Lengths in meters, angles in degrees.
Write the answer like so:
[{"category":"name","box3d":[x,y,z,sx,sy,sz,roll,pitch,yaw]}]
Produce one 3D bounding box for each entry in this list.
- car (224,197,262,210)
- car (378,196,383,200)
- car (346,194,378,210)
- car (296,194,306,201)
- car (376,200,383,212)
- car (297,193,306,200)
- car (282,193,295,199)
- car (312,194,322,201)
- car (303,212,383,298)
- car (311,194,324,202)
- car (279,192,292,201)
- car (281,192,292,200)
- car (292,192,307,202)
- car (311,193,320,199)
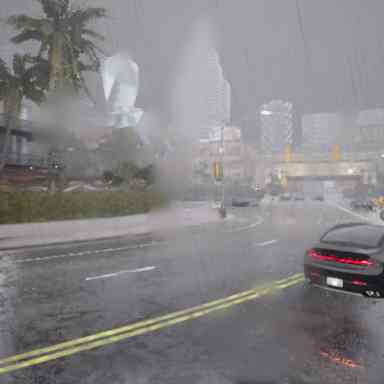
[{"category":"car","box3d":[6.167,1.311,40.726,4.902,1.511,2.128,0,0,40]},{"category":"car","box3d":[24.903,1.240,42.930,1.882,1.535,5.008,0,0,19]},{"category":"car","box3d":[20.027,1.336,39.418,2.033,1.411,5.357,0,0,19]},{"category":"car","box3d":[24.833,1.154,75.930,2.128,1.511,4.902,0,0,19]},{"category":"car","box3d":[13.708,1.440,21.944,1.994,1.385,4.181,0,0,23]},{"category":"car","box3d":[28.063,1.107,85.524,2.128,1.511,4.902,0,0,19]},{"category":"car","box3d":[25.205,1.066,86.455,2.231,1.521,4.892,0,0,28]},{"category":"car","box3d":[28.357,1.175,75.430,1.994,1.385,4.181,0,0,19]},{"category":"car","box3d":[4.490,1.461,8.071,4.892,1.490,1.837,-1,1,-44]},{"category":"car","box3d":[25.544,1.258,67.073,1.895,1.301,4.718,0,0,19]},{"category":"car","box3d":[19.817,1.145,70.120,2.097,1.535,5.008,0,0,18]},{"category":"car","box3d":[21.734,0.990,76.253,2.185,1.767,4.553,0,0,18]},{"category":"car","box3d":[22.069,1.222,67.719,1.994,1.385,4.181,0,0,19]},{"category":"car","box3d":[31.713,1.112,85.394,2.033,1.411,5.357,0,0,19]}]
